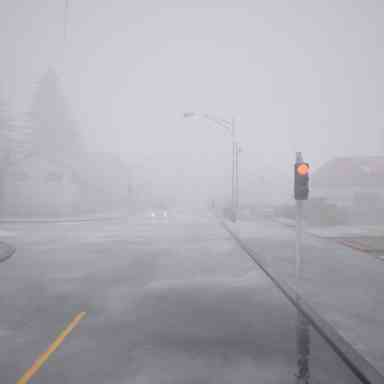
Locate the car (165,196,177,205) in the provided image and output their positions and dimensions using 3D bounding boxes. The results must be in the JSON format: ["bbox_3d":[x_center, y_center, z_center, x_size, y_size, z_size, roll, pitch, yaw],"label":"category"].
[{"bbox_3d":[-3.873,1.484,62.400,1.882,1.535,5.008,0,0,1],"label":"car"}]

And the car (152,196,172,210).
[{"bbox_3d":[-3.974,1.509,42.286,1.837,1.490,4.892,0,0,0],"label":"car"}]

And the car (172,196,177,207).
[{"bbox_3d":[-3.938,1.358,52.329,2.097,1.767,4.553,0,0,0],"label":"car"}]
